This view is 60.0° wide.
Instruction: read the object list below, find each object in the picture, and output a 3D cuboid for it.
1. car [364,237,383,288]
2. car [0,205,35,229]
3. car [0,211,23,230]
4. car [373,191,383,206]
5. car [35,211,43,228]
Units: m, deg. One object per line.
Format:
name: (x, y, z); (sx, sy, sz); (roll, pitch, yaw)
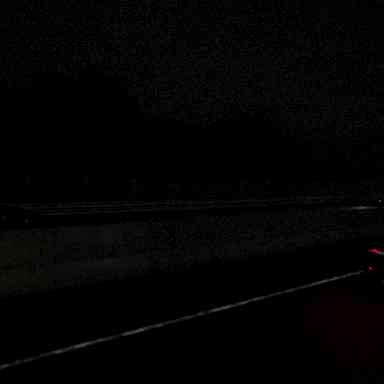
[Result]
car: (6.068, 1.484, 8.001); (4.902, 1.511, 2.128); (0, 0, -35)
car: (-9.679, 1.499, 14.269); (4.892, 1.490, 1.837); (0, 0, -35)
car: (-8.679, 1.541, 10.692); (5.357, 1.411, 2.033); (0, 0, -36)
car: (25.477, 0.750, 42.506); (5.566, 2.045, 2.150); (-1, 1, -33)
car: (-10.664, 1.498, 17.862); (4.892, 1.490, 1.837); (0, 0, -35)
